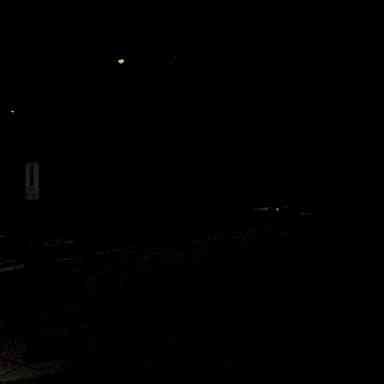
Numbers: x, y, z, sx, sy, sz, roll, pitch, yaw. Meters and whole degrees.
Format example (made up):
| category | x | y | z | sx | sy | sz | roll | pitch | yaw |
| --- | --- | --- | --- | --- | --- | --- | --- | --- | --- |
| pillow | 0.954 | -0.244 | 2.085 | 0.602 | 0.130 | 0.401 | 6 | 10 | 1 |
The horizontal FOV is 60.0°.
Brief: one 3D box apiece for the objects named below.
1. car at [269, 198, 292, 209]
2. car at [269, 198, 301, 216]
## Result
| category | x | y | z | sx | sy | sz | roll | pitch | yaw |
| --- | --- | --- | --- | --- | --- | --- | --- | --- | --- |
| car | 13.087 | 1.613 | 49.102 | 1.812 | 1.442 | 4.674 | -1 | -1 | 35 |
| car | 8.990 | 1.554 | 32.105 | 1.994 | 1.385 | 4.181 | -1 | -1 | 35 |
